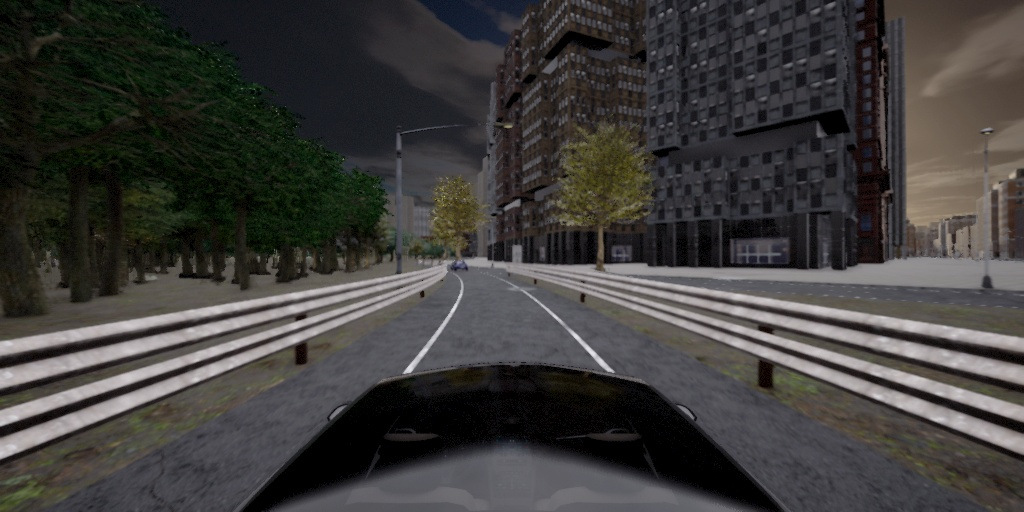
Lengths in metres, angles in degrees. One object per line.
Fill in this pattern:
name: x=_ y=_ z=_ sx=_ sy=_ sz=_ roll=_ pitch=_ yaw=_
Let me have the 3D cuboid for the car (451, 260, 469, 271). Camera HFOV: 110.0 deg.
car: x=-7.397 y=1.338 z=50.496 sx=1.812 sy=1.442 sz=4.674 roll=0 pitch=0 yaw=-18
